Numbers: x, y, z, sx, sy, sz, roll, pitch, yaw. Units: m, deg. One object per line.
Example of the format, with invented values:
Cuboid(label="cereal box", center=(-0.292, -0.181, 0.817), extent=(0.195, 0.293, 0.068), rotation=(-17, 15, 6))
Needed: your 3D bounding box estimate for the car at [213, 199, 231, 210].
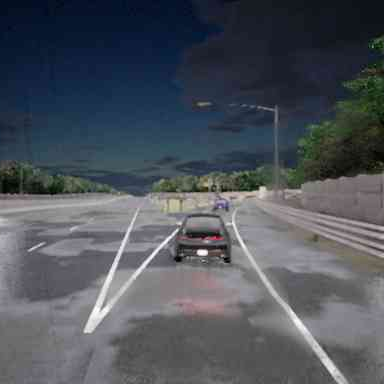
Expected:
Cuboid(label="car", center=(3.751, 1.624, 41.693), extent=(1.812, 1.442, 4.674), rotation=(0, 0, 10))

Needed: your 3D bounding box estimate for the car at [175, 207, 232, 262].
Cuboid(label="car", center=(0.441, 1.545, 12.420), extent=(1.837, 1.490, 4.892), rotation=(1, 1, 3))
